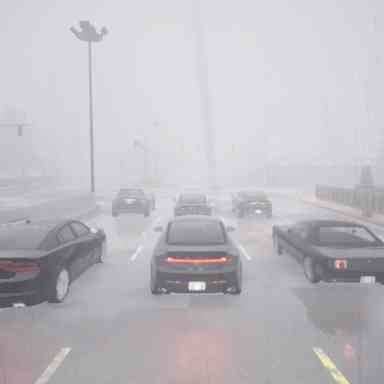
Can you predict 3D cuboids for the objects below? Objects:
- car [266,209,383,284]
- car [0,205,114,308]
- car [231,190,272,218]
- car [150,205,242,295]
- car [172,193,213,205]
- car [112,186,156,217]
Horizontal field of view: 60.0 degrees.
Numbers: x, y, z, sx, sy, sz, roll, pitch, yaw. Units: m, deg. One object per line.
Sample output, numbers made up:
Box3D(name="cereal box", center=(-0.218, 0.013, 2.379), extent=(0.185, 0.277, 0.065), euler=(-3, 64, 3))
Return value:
Box3D(name="car", center=(3.571, 1.400, 8.965), extent=(1.895, 1.301, 4.718), euler=(0, 2, 0))
Box3D(name="car", center=(-3.423, 1.326, 7.800), extent=(1.882, 1.535, 5.008), euler=(0, 2, 0))
Box3D(name="car", center=(3.511, 0.625, 20.039), extent=(1.837, 1.490, 4.892), euler=(0, 4, 0))
Box3D(name="car", center=(0.075, 1.332, 8.321), extent=(1.837, 1.490, 4.892), euler=(0, 2, 0))
Box3D(name="car", center=(0.027, 0.801, 17.524), extent=(1.837, 1.490, 4.892), euler=(0, 4, 0))
Box3D(name="car", center=(-3.491, 0.428, 20.623), extent=(2.097, 1.767, 4.553), euler=(0, 4, 0))
